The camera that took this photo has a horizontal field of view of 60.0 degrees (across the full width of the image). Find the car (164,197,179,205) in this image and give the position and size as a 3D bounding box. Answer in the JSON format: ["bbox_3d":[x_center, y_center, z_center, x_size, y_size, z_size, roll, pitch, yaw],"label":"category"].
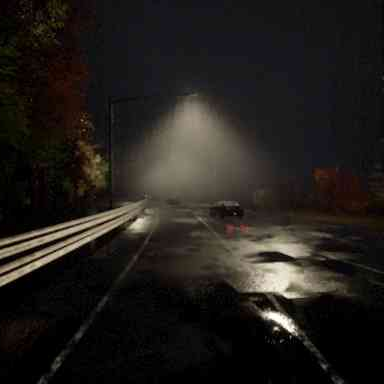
[{"bbox_3d":[-3.426,1.480,55.350,1.994,1.385,4.181,0,0,-13],"label":"car"}]

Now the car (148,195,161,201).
[{"bbox_3d":[-8.217,1.345,76.324,2.128,1.511,4.902,0,0,-13],"label":"car"}]

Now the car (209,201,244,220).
[{"bbox_3d":[2.797,1.481,28.109,2.128,1.511,4.902,0,0,-13],"label":"car"}]
